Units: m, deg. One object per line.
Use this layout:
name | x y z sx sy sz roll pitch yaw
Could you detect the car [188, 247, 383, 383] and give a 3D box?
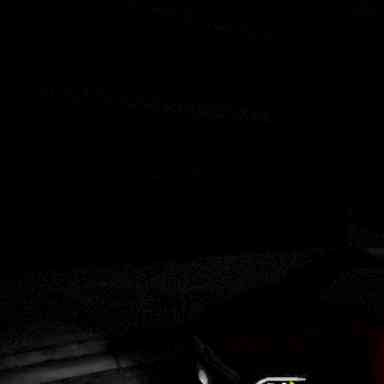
car | 2.245 1.468 4.022 4.674 1.442 1.812 0 1 -24
